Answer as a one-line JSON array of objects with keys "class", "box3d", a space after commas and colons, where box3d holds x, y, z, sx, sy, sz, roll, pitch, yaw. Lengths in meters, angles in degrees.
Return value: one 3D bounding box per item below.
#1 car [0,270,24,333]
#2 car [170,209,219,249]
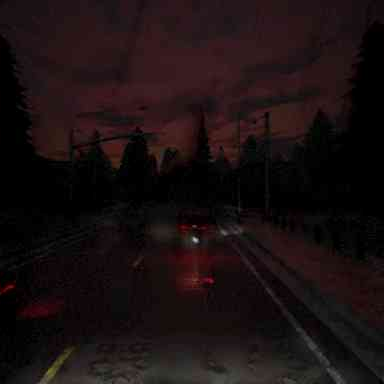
[{"class": "car", "box3d": [-3.586, 1.544, 2.925, 2.033, 1.411, 5.357, 0, 0, 0]}, {"class": "car", "box3d": [0.112, 1.488, 14.389, 1.837, 1.490, 4.892, 0, 0, 0]}]
